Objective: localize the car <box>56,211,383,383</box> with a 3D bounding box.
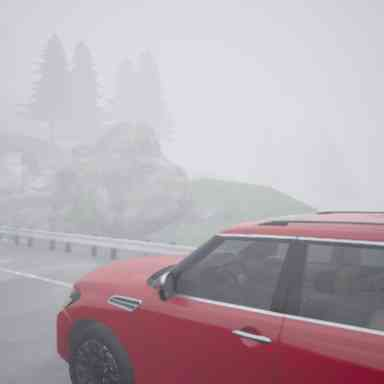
[{"bbox_3d":[1.097,1.212,3.120,5.566,2.045,2.150,0,0,35],"label":"car"}]
